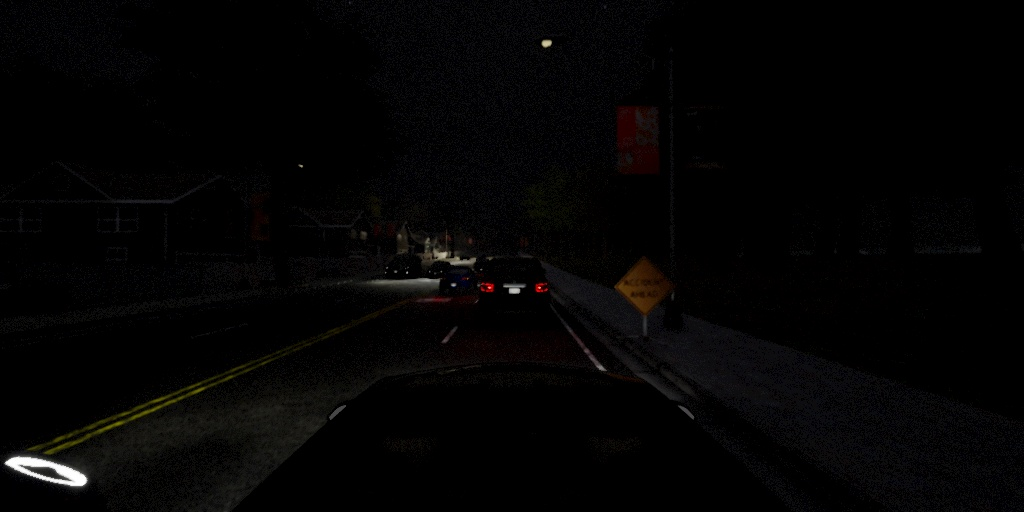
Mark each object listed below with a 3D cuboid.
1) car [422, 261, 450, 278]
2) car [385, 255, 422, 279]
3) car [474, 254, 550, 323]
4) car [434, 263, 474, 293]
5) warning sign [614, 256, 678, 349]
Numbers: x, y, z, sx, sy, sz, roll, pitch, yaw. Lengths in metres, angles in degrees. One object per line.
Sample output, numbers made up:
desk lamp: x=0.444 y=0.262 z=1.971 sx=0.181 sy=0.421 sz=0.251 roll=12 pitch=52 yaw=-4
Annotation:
car: x=-6.601 y=1.203 z=33.147 sx=1.837 sy=1.490 sz=4.892 roll=0 pitch=1 yaw=0
car: x=-9.851 y=0.920 z=33.093 sx=2.150 sy=2.045 sz=5.566 roll=0 pitch=1 yaw=0
car: x=0.082 y=1.063 z=12.788 sx=2.150 sy=2.045 sz=5.566 roll=0 pitch=0 yaw=0
car: x=-3.155 y=1.352 z=21.694 sx=1.812 sy=1.442 sz=4.674 roll=0 pitch=0 yaw=0
warning sign: x=2.850 y=0.930 z=7.692 sx=1.300 sy=1.860 sz=1.060 roll=0 pitch=0 yaw=0
